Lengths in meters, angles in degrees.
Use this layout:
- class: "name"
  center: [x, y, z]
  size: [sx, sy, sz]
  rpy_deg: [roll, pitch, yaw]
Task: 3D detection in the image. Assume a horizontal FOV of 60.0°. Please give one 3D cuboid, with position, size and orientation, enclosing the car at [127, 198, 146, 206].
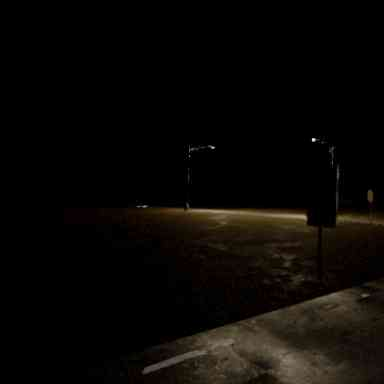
- class: "car"
  center: [-9.450, 1.665, 56.528]
  size: [1.994, 1.385, 4.181]
  rpy_deg: [3, -2, -36]
